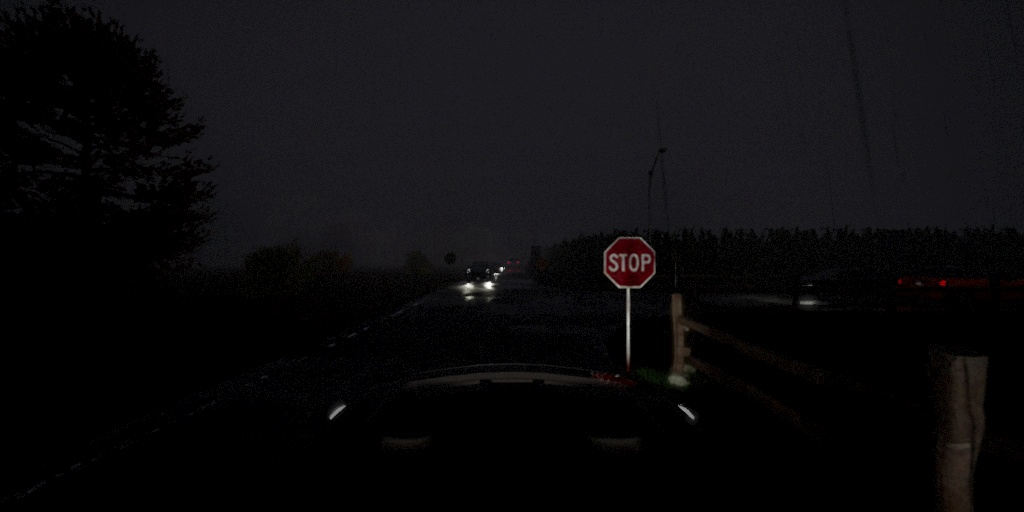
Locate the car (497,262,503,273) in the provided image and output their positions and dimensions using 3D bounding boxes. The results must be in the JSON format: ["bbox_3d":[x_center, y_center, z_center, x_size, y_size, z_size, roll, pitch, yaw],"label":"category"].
[{"bbox_3d":[-2.645,1.480,47.178,2.033,1.411,5.357,0,0,0],"label":"car"}]

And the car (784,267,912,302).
[{"bbox_3d":[16.537,1.326,18.097,5.008,1.535,1.882,0,0,-1],"label":"car"}]

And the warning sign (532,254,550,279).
[{"bbox_3d":[2.575,0.987,30.391,1.300,1.860,1.060,0,0,0],"label":"warning sign"}]

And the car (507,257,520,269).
[{"bbox_3d":[0.267,1.194,62.053,2.150,2.045,5.566,0,0,0],"label":"car"}]

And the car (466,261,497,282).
[{"bbox_3d":[-2.722,1.226,30.938,2.097,1.767,4.553,0,0,0],"label":"car"}]

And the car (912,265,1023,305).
[{"bbox_3d":[19.297,1.185,15.164,4.553,1.767,2.097,0,0,-1],"label":"car"}]
